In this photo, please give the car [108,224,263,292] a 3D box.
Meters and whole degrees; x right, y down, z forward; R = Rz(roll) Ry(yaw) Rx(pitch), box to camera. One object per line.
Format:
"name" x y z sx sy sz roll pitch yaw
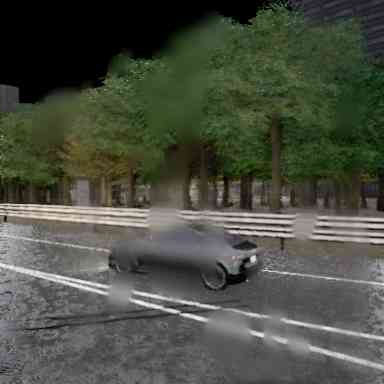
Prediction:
"car" -0.249 1.575 9.007 4.181 1.385 1.994 0 0 30
